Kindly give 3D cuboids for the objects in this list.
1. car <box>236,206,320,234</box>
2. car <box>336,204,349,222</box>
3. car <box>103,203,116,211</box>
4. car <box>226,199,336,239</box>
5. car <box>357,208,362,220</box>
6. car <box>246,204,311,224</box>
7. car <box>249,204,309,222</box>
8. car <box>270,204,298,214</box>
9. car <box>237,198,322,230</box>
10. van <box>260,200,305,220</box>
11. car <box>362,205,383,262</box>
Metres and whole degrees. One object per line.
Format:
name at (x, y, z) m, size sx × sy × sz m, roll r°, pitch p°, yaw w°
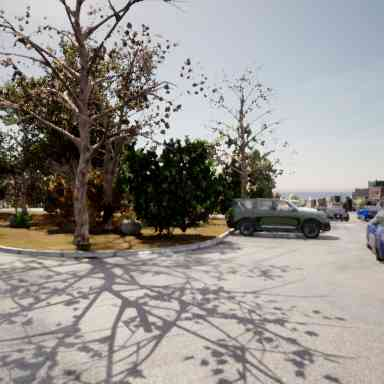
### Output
car at (5.408, 1.693, 21.098) m, size 4.892 × 1.521 × 2.231 m, roll 0°, pitch -1°, yaw 16°
car at (13.883, 2.105, 32.227) m, size 1.994 × 1.385 × 4.181 m, roll 0°, pitch -2°, yaw 16°
car at (-12.032, 2.531, 53.889) m, size 5.008 × 1.535 × 1.882 m, roll 1°, pitch 0°, yaw 16°
car at (4.705, 1.393, 18.528) m, size 5.566 × 2.045 × 2.435 m, roll 0°, pitch -1°, yaw 16°
car at (17.401, 2.043, 32.348) m, size 1.882 × 1.535 × 5.008 m, roll 0°, pitch -2°, yaw 16°
car at (7.561, 1.884, 29.330) m, size 5.366 × 1.575 × 1.946 m, roll 0°, pitch -1°, yaw 16°
car at (8.296, 1.960, 31.887) m, size 5.366 × 1.575 × 1.946 m, roll 0°, pitch -2°, yaw 16°
car at (15.846, 2.928, 57.542) m, size 4.553 × 1.767 × 2.185 m, roll 0°, pitch -3°, yaw 16°
car at (6.189, 1.494, 23.784) m, size 5.566 × 2.045 × 2.435 m, roll 0°, pitch -1°, yaw 16°
van at (9.360, 1.823, 34.494) m, size 4.442 × 1.987 × 1.878 m, roll 0°, pitch -2°, yaw 16°
car at (7.588, 1.424, 11.874) m, size 2.097 × 1.767 × 4.553 m, roll 0°, pitch -1°, yaw 22°
